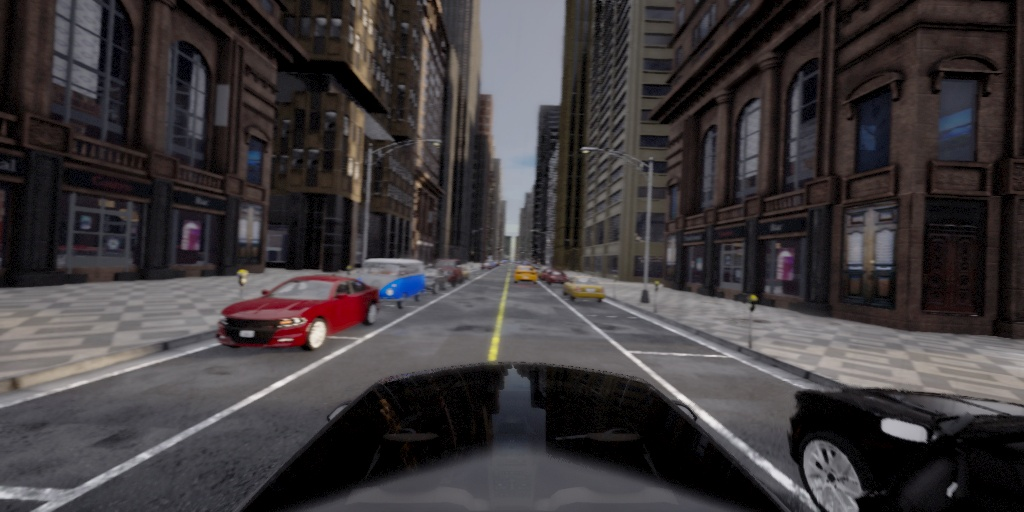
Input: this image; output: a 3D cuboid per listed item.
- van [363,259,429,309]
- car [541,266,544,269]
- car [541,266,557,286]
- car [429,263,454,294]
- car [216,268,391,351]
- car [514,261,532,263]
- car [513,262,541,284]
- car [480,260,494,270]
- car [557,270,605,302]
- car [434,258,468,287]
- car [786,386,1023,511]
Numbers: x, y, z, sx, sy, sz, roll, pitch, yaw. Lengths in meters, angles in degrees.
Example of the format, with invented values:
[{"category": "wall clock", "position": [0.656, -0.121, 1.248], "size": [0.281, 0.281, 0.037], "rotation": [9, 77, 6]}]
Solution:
[{"category": "van", "position": [-4.670, 0.997, 14.123], "size": [1.690, 1.789, 3.998], "rotation": [0, 0, 0]}, {"category": "car", "position": [3.802, 1.916, 36.619], "size": [1.802, 1.307, 4.207], "rotation": [0, 0, 0]}, {"category": "car", "position": [3.813, 1.853, 31.002], "size": [1.802, 1.307, 4.207], "rotation": [0, 0, 0]}, {"category": "car", "position": [-4.681, 1.270, 19.741], "size": [2.007, 1.370, 4.403], "rotation": [0, 0, 0]}, {"category": "car", "position": [-4.659, 1.139, 8.505], "size": [1.888, 1.381, 4.507], "rotation": [0, 0, 0]}, {"category": "car", "position": [1.124, 1.760, 43.794], "size": [1.882, 1.535, 5.008], "rotation": [3, 0, 0]}, {"category": "car", "position": [1.172, 1.627, 32.013], "size": [1.882, 1.535, 5.008], "rotation": [3, 0, 0]}, {"category": "car", "position": [-4.766, 1.818, 64.685], "size": [1.802, 1.307, 4.207], "rotation": [0, 0, 0]}, {"category": "car", "position": [3.834, 1.670, 19.935], "size": [1.751, 1.417, 4.829], "rotation": [0, 0, 0]}, {"category": "car", "position": [-4.691, 1.097, 25.359], "size": [2.192, 1.841, 5.009], "rotation": [0, 0, 0]}, {"category": "car", "position": [3.505, 1.397, 1.284], "size": [1.882, 1.535, 5.008], "rotation": [3, -1, 0]}]
